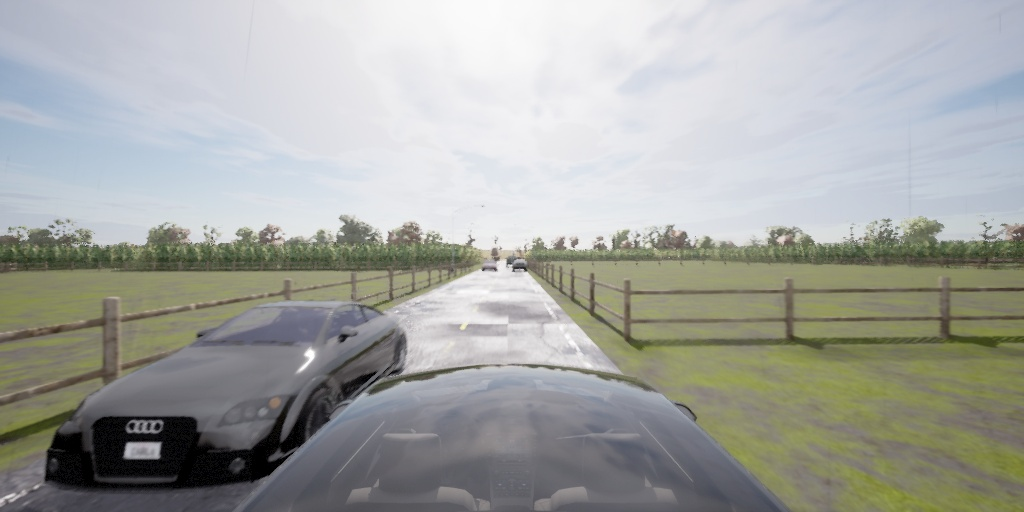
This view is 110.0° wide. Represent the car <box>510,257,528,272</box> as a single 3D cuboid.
[{"bbox_3d":[0.973,1.223,45.914,1.837,1.490,4.892,0,0,0],"label":"car"}]

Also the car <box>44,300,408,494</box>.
[{"bbox_3d":[-2.848,1.313,4.758,1.994,1.385,4.181,0,0,0],"label":"car"}]

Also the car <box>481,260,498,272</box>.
[{"bbox_3d":[-2.819,1.243,45.980,1.812,1.442,4.674,0,0,0],"label":"car"}]

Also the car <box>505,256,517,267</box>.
[{"bbox_3d":[0.017,0.929,64.966,2.150,2.045,5.566,0,0,0],"label":"car"}]
